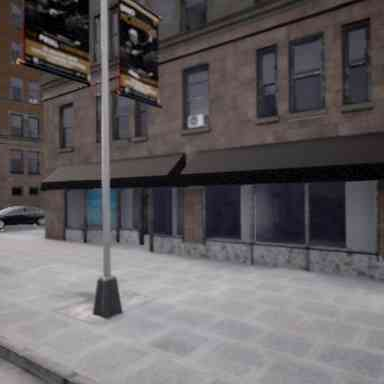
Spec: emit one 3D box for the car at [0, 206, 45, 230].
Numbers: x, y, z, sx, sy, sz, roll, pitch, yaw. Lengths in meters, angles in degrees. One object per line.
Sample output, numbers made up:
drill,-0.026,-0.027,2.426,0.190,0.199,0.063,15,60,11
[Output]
car,-12.819,1.830,24.338,1.837,1.490,4.892,-1,-1,37
